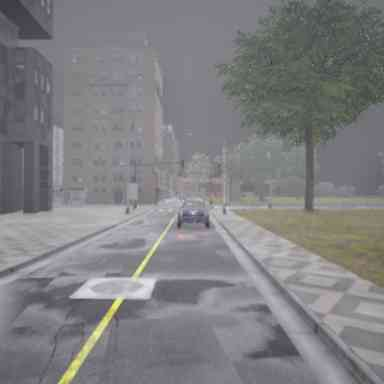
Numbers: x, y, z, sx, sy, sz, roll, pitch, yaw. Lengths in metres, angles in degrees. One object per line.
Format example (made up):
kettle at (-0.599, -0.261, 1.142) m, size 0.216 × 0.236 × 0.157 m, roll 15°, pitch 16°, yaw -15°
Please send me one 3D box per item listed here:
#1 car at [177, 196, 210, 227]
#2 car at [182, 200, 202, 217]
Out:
car at (0.088, 1.361, 22.857) m, size 2.097 × 1.767 × 4.553 m, roll 0°, pitch 0°, yaw 0°
car at (0.018, 1.553, 32.700) m, size 1.812 × 1.442 × 4.674 m, roll 0°, pitch 0°, yaw 1°
